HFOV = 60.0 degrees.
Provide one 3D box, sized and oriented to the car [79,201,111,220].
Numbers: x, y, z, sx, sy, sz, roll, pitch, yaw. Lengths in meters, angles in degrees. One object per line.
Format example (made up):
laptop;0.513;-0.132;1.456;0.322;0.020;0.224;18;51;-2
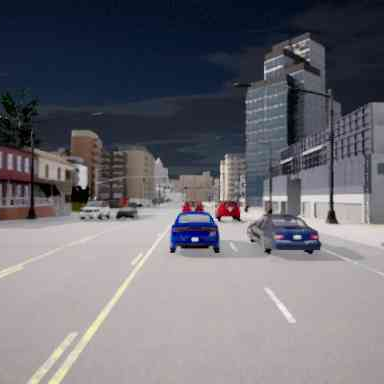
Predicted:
car;-10.584;2.040;36.735;2.150;2.045;5.566;0;-3;0

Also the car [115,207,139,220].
car;-7.083;2.383;37.067;2.033;1.411;5.357;0;-3;0

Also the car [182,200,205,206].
car;0.108;1.912;34.060;2.150;2.045;5.566;0;-3;0

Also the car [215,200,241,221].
car;3.608;1.913;34.090;2.150;2.045;5.566;0;-3;0

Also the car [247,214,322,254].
car;3.604;1.627;13.868;2.033;1.411;5.357;0;-1;0

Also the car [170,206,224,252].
car;0.104;1.562;14.204;1.882;1.535;5.008;0;-1;0
